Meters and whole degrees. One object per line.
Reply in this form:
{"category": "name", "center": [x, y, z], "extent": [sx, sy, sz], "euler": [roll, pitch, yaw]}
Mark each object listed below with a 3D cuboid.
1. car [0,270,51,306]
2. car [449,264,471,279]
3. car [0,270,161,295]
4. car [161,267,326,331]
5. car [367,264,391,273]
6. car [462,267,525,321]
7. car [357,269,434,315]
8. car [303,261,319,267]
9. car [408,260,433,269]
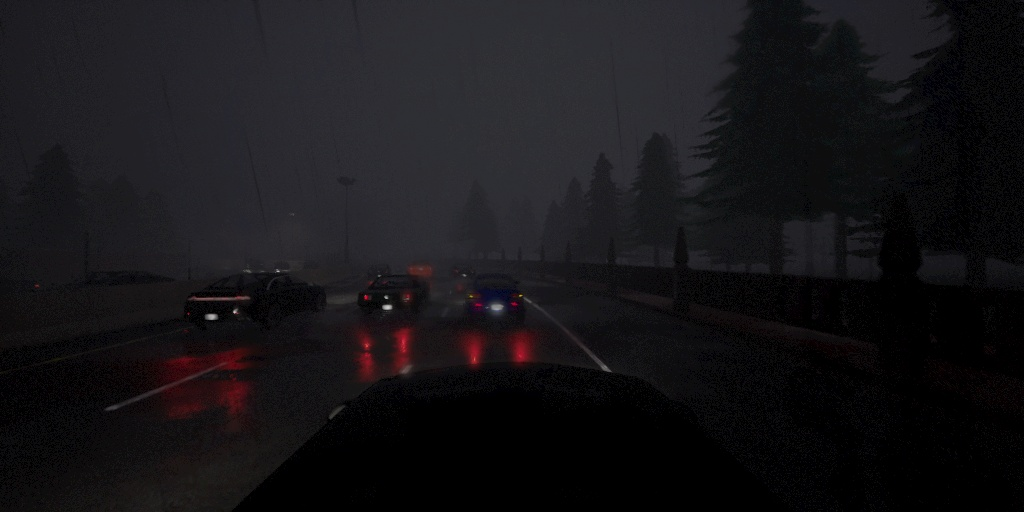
{"category": "car", "center": [-22.032, 1.376, 13.851], "extent": [2.033, 1.411, 5.357], "euler": [0, 0, -8]}
{"category": "car", "center": [-4.587, 1.360, 32.319], "extent": [1.895, 1.301, 4.718], "euler": [0, 0, -16]}
{"category": "car", "center": [-14.953, 1.294, 13.228], "extent": [2.128, 1.511, 4.902], "euler": [0, 0, -8]}
{"category": "car", "center": [-7.534, 1.267, 11.139], "extent": [2.128, 1.511, 4.902], "euler": [0, 0, -5]}
{"category": "car", "center": [-11.953, 1.387, 32.504], "extent": [1.895, 1.301, 4.718], "euler": [0, 0, -18]}
{"category": "car", "center": [-0.657, 1.275, 12.341], "extent": [1.812, 1.442, 4.674], "euler": [0, 0, -6]}
{"category": "car", "center": [-4.276, 1.364, 13.762], "extent": [1.895, 1.301, 4.718], "euler": [0, 0, -7]}
{"category": "car", "center": [-31.158, 1.415, 55.596], "extent": [1.994, 1.385, 4.181], "euler": [0, 0, -33]}
{"category": "car", "center": [-8.225, 1.125, 32.121], "extent": [2.097, 1.767, 4.553], "euler": [0, 0, -16]}
